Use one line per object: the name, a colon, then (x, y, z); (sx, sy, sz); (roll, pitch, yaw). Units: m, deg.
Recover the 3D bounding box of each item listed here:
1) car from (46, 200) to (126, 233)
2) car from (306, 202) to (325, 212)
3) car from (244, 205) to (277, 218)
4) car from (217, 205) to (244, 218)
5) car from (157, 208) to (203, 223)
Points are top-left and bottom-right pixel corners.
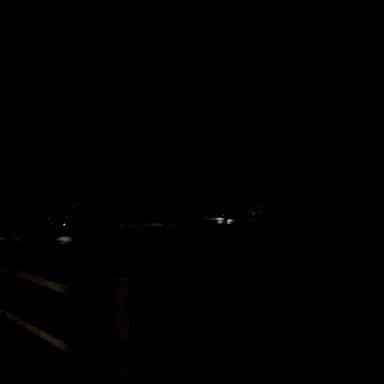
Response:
car: (-6.969, 1.568, 22.631); (2.150, 2.045, 5.566); (-1, -1, 36)
car: (20.746, 2.390, 55.723); (2.097, 1.767, 4.553); (-1, -2, 37)
car: (8.143, 2.199, 38.410); (1.812, 1.442, 4.674); (-1, -1, 36)
car: (4.992, 2.235, 39.046); (2.033, 1.411, 5.357); (-1, -2, 37)
car: (-1.067, 2.116, 30.740); (1.895, 1.301, 4.718); (-1, -1, 36)
